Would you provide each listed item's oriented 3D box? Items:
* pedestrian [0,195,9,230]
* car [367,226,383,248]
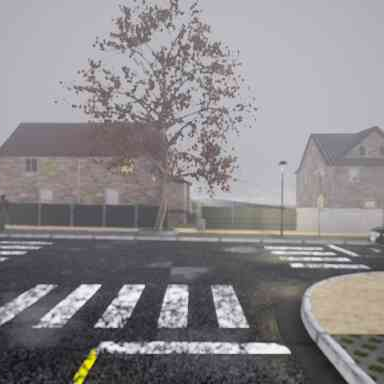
[{"bbox_3d":[-9.668,1.035,16.984,0.375,1.860,0.375,0,-2,0],"label":"pedestrian"},{"bbox_3d":[10.145,1.788,14.152,4.902,1.511,2.128,1,0,0],"label":"car"}]
